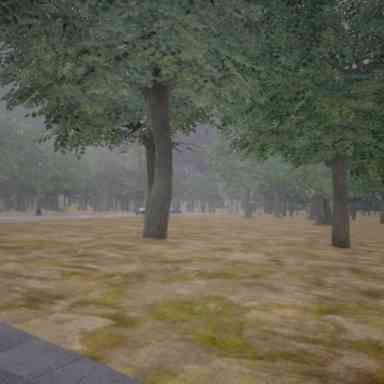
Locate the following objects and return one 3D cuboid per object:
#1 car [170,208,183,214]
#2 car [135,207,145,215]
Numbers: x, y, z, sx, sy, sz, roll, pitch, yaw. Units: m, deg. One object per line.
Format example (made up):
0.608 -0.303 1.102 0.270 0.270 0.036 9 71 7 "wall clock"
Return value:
-3.981 3.974 69.986 2.033 1.411 5.357 0 -3 28 "car"
-8.611 3.569 61.241 1.812 1.442 4.674 0 -3 29 "car"
